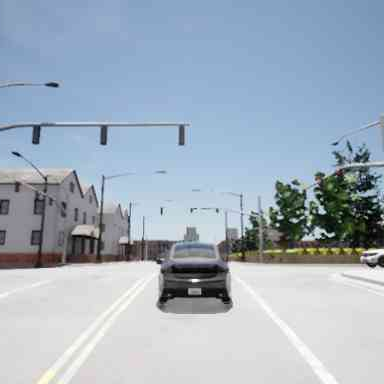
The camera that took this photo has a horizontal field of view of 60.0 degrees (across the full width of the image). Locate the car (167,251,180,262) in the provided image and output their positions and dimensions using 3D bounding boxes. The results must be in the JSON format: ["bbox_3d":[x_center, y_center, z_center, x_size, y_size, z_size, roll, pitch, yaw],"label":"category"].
[{"bbox_3d":[-3.581,12.595,64.453,2.150,2.045,5.566,0,-12,0],"label":"car"}]

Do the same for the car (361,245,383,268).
[{"bbox_3d":[16.859,5.126,27.225,5.566,2.045,2.150,0,-11,1],"label":"car"}]

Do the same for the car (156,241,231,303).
[{"bbox_3d":[0.076,2.266,10.050,1.837,1.490,4.892,0,-6,0],"label":"car"}]

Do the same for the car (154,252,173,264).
[{"bbox_3d":[-3.636,8.694,43.627,2.128,1.511,4.902,0,-11,0],"label":"car"}]

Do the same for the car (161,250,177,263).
[{"bbox_3d":[-3.638,10.399,53.507,2.150,2.045,5.566,0,-11,0],"label":"car"}]
